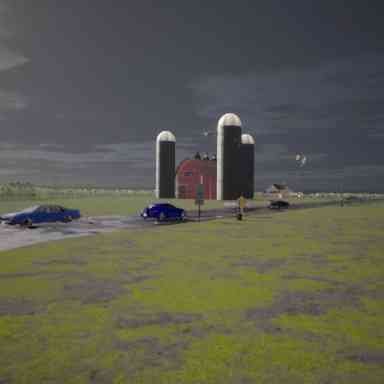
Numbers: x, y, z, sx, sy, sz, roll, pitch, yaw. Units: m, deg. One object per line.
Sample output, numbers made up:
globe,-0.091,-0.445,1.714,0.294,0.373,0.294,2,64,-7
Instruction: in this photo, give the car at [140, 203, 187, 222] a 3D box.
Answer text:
car,-2.357,1.637,28.083,1.812,1.442,4.674,1,0,35

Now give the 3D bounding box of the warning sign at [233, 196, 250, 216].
warning sign,4.808,1.298,32.134,1.300,1.860,1.060,1,1,36

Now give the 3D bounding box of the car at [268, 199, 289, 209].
car,12.904,1.743,49.499,2.128,1.511,4.902,1,0,36

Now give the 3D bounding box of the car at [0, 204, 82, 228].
car,-10.379,1.581,23.185,2.033,1.411,5.357,1,0,36

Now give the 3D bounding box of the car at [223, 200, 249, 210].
car,6.106,1.777,46.233,1.895,1.301,4.718,1,0,36
